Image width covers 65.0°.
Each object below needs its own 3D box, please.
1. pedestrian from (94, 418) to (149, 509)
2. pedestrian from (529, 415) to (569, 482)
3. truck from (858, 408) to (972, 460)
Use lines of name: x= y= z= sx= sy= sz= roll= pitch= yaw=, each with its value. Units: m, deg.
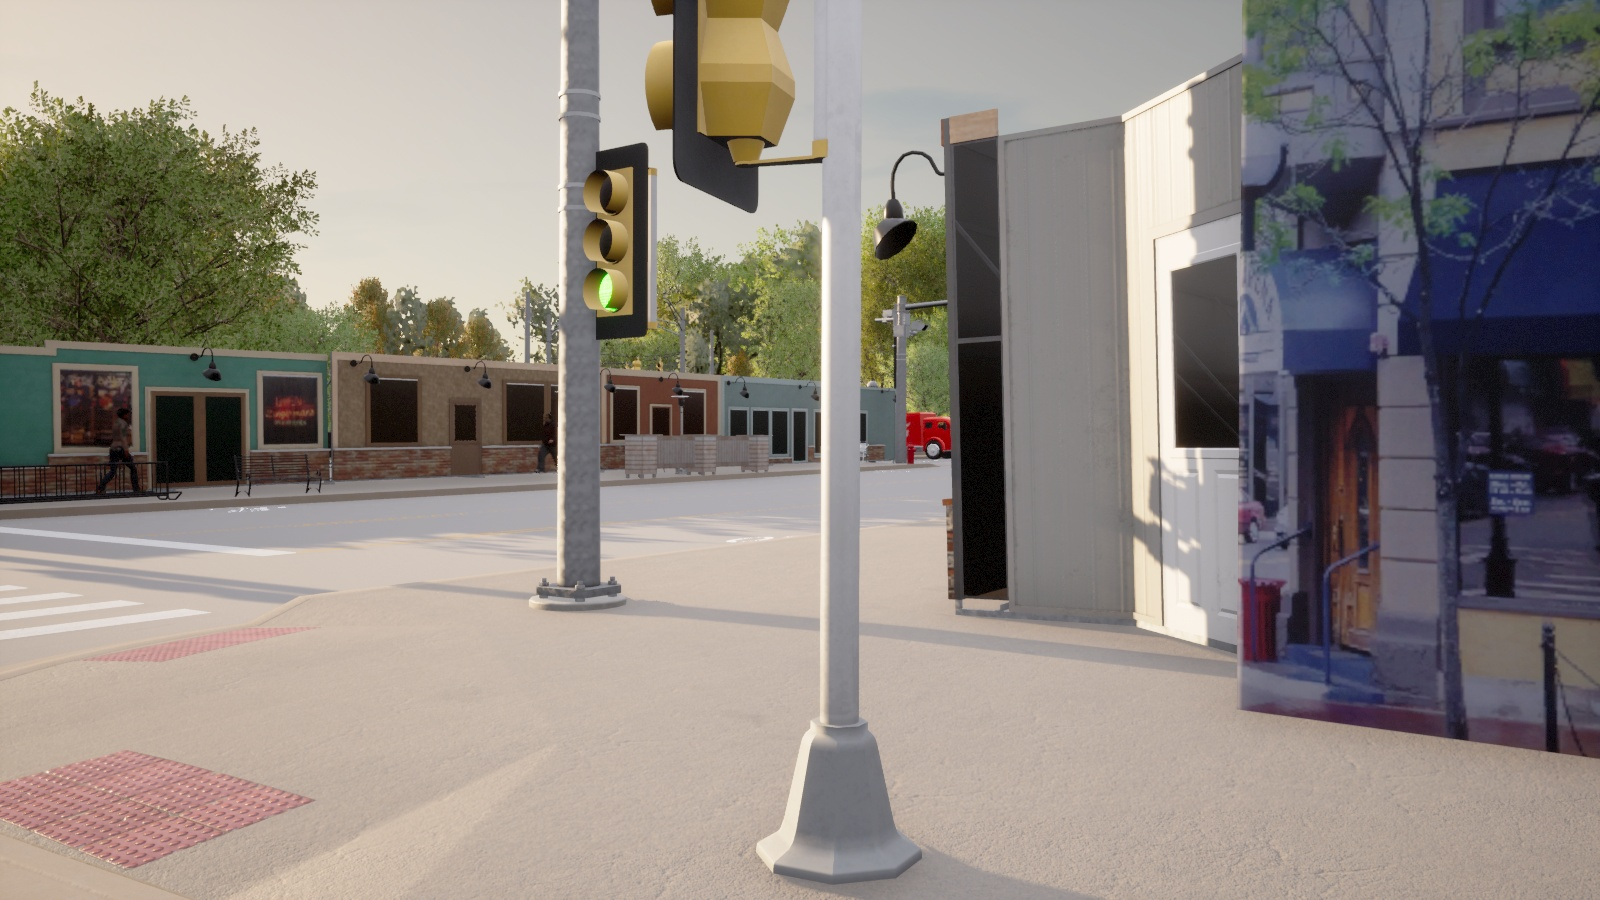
pedestrian: x=-13.616 y=0.256 z=25.210 sx=0.328 sy=1.805 sz=0.869 roll=0 pitch=1 yaw=35
pedestrian: x=-7.010 y=-0.050 z=35.077 sx=0.634 sy=1.844 sz=0.899 roll=0 pitch=1 yaw=33
truck: x=6.028 y=-0.823 z=65.672 sx=5.204 sy=2.467 sz=2.627 roll=-3 pitch=0 yaw=29
